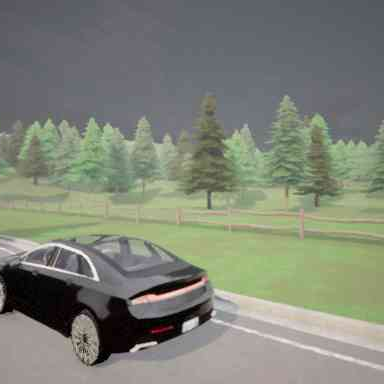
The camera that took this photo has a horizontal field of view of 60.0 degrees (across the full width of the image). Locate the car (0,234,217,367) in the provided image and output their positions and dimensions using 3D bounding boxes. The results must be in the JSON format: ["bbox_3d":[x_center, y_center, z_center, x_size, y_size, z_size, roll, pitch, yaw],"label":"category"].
[{"bbox_3d":[-1.866,1.507,5.875,4.902,1.511,2.128,0,0,40],"label":"car"}]
